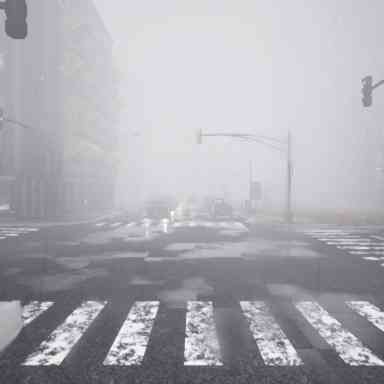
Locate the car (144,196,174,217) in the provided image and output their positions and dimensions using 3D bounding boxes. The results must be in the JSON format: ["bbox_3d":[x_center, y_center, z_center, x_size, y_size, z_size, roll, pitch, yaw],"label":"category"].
[{"bbox_3d":[-3.079,1.453,31.218,1.882,1.535,5.008,0,0,0],"label":"car"}]

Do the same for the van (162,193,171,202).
[{"bbox_3d":[-5.665,1.242,75.127,1.690,1.788,3.998,-1,0,0],"label":"van"}]

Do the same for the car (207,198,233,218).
[{"bbox_3d":[2.662,1.522,29.987,1.887,1.381,4.507,-1,0,0],"label":"car"}]

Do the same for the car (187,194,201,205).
[{"bbox_3d":[0.134,1.483,58.047,2.033,1.411,5.357,0,0,0],"label":"car"}]

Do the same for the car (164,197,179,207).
[{"bbox_3d":[-3.052,1.513,50.497,1.994,1.385,4.181,0,0,0],"label":"car"}]

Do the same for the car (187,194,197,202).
[{"bbox_3d":[0.065,1.264,71.014,2.097,1.767,4.553,0,0,0],"label":"car"}]

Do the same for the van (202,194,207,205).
[{"bbox_3d":[2.668,1.295,46.924,1.690,1.788,3.998,-1,0,0],"label":"van"}]

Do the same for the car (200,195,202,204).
[{"bbox_3d":[2.673,1.490,52.570,1.887,1.381,4.507,-1,0,0],"label":"car"}]

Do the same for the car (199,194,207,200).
[{"bbox_3d":[2.726,1.313,86.445,1.967,1.590,4.097,-1,0,0],"label":"car"}]

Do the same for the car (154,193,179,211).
[{"bbox_3d":[-3.069,1.315,40.532,2.097,1.767,4.553,0,0,0],"label":"car"}]

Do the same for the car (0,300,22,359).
[{"bbox_3d":[-3.142,1.600,2.038,1.895,1.301,4.718,0,0,1],"label":"car"}]

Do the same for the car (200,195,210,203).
[{"bbox_3d":[2.687,1.353,69.507,1.967,1.590,4.097,-1,0,0],"label":"car"}]

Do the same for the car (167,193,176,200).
[{"bbox_3d":[-5.657,1.173,92.065,2.192,1.841,5.009,-1,0,0],"label":"car"}]

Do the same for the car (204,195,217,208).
[{"bbox_3d":[2.663,1.410,35.632,1.967,1.590,4.097,-1,0,0],"label":"car"}]

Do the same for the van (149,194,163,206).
[{"bbox_3d":[-5.677,1.286,52.541,1.690,1.788,3.998,-1,0,0],"label":"van"}]

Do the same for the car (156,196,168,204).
[{"bbox_3d":[-5.668,1.470,63.833,1.887,1.381,4.507,-1,0,0],"label":"car"}]
